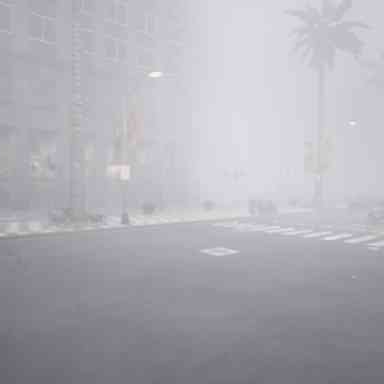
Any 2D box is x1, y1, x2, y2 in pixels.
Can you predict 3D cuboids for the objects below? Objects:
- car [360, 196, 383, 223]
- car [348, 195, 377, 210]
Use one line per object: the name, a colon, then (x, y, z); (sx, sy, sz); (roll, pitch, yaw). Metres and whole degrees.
car: (13.170, 1.202, 21.627); (4.892, 1.490, 1.837); (-1, 1, -39)
car: (17.634, 1.048, 33.611); (4.786, 1.482, 2.161); (-1, 1, -39)
